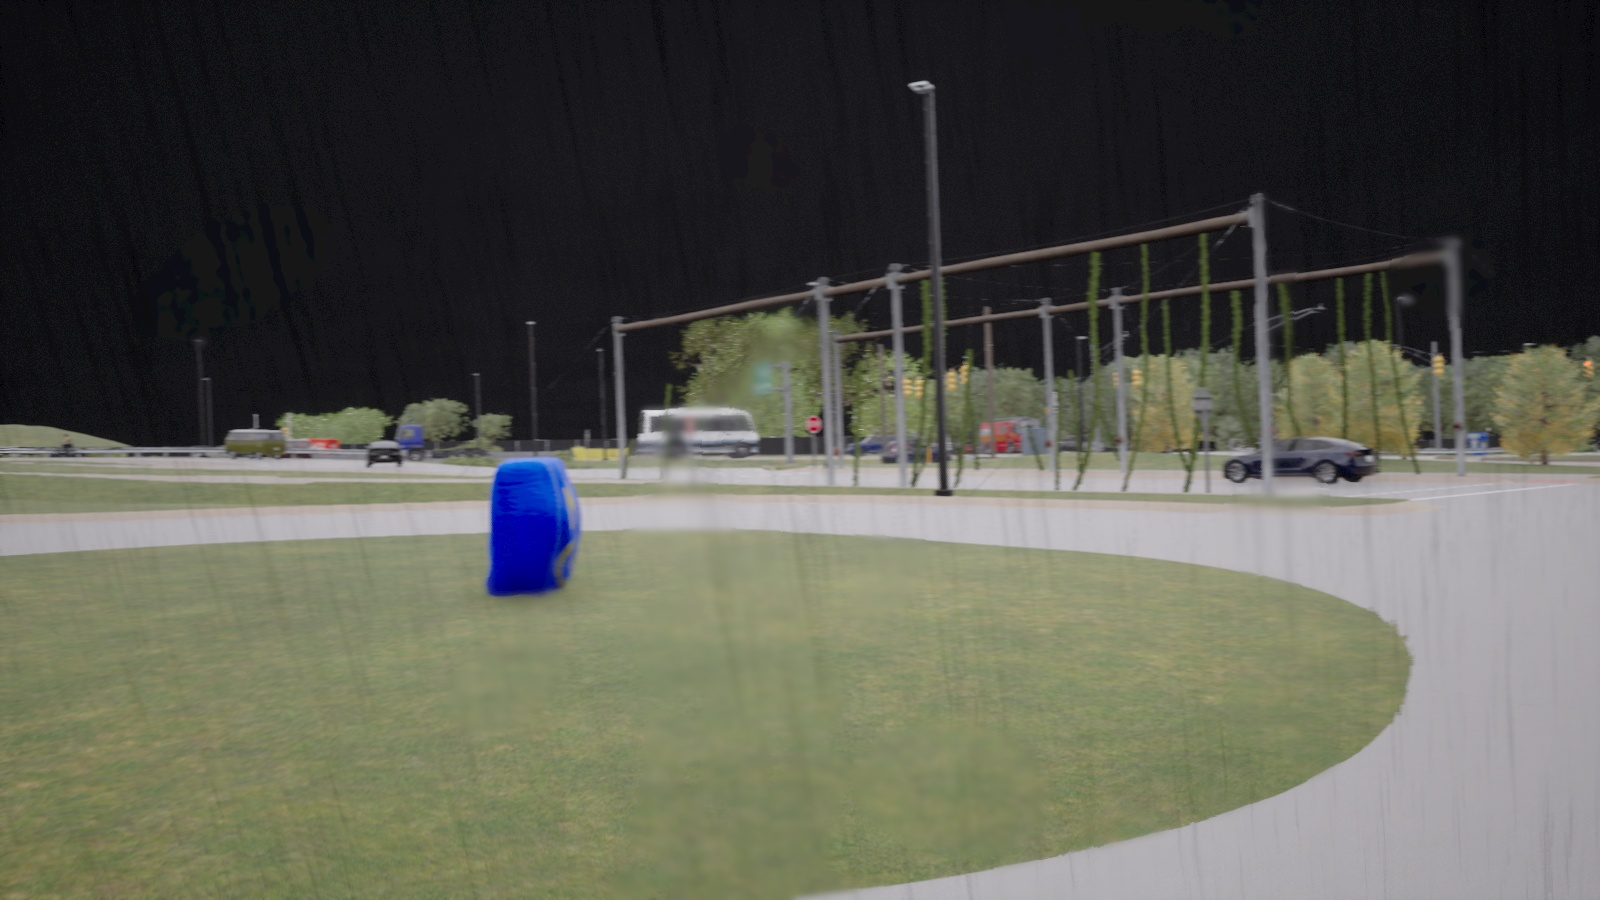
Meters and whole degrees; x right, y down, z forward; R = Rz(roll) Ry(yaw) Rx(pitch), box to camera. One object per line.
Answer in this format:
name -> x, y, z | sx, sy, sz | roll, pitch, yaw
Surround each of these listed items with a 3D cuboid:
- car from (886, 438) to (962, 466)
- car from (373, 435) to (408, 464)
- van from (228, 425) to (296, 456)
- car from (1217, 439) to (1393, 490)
car -> 7.204, 0.124, 72.848 | 3.988, 1.617, 1.851 | 0, -1, -18
car -> -23.528, -0.041, 72.204 | 1.882, 1.535, 5.008 | 0, 2, -18
van -> -35.812, -0.657, 83.549 | 4.442, 1.987, 1.775 | 1, 1, 28
car -> 16.194, 0.431, 40.437 | 2.163, 1.488, 4.792 | -2, 1, -41
